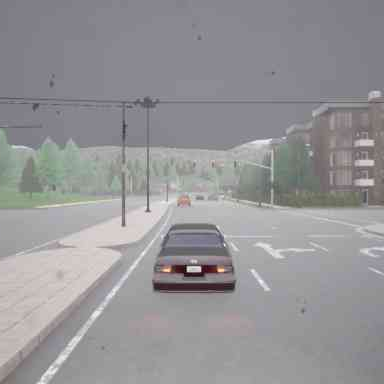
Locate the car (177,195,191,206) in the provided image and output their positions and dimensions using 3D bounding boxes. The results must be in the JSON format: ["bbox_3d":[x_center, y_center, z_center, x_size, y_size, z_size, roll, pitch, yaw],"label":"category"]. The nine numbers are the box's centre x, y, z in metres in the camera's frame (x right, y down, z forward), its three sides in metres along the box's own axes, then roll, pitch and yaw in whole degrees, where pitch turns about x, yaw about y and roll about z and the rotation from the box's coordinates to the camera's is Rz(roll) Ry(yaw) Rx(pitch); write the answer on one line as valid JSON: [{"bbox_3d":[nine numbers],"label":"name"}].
[{"bbox_3d":[-1.317,1.352,54.721,2.097,1.767,4.553,0,0,-1],"label":"car"}]

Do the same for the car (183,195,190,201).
[{"bbox_3d":[-1.457,1.523,85.546,1.812,1.442,4.674,0,0,0],"label":"car"}]

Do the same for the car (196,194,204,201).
[{"bbox_3d":[2.043,1.477,85.582,1.882,1.535,5.008,0,0,0],"label":"car"}]

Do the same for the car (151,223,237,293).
[{"bbox_3d":[0.048,1.547,8.975,2.033,1.411,5.357,0,0,0],"label":"car"}]

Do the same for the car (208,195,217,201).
[{"bbox_3d":[5.543,1.539,85.587,2.033,1.411,5.357,0,0,0],"label":"car"}]
